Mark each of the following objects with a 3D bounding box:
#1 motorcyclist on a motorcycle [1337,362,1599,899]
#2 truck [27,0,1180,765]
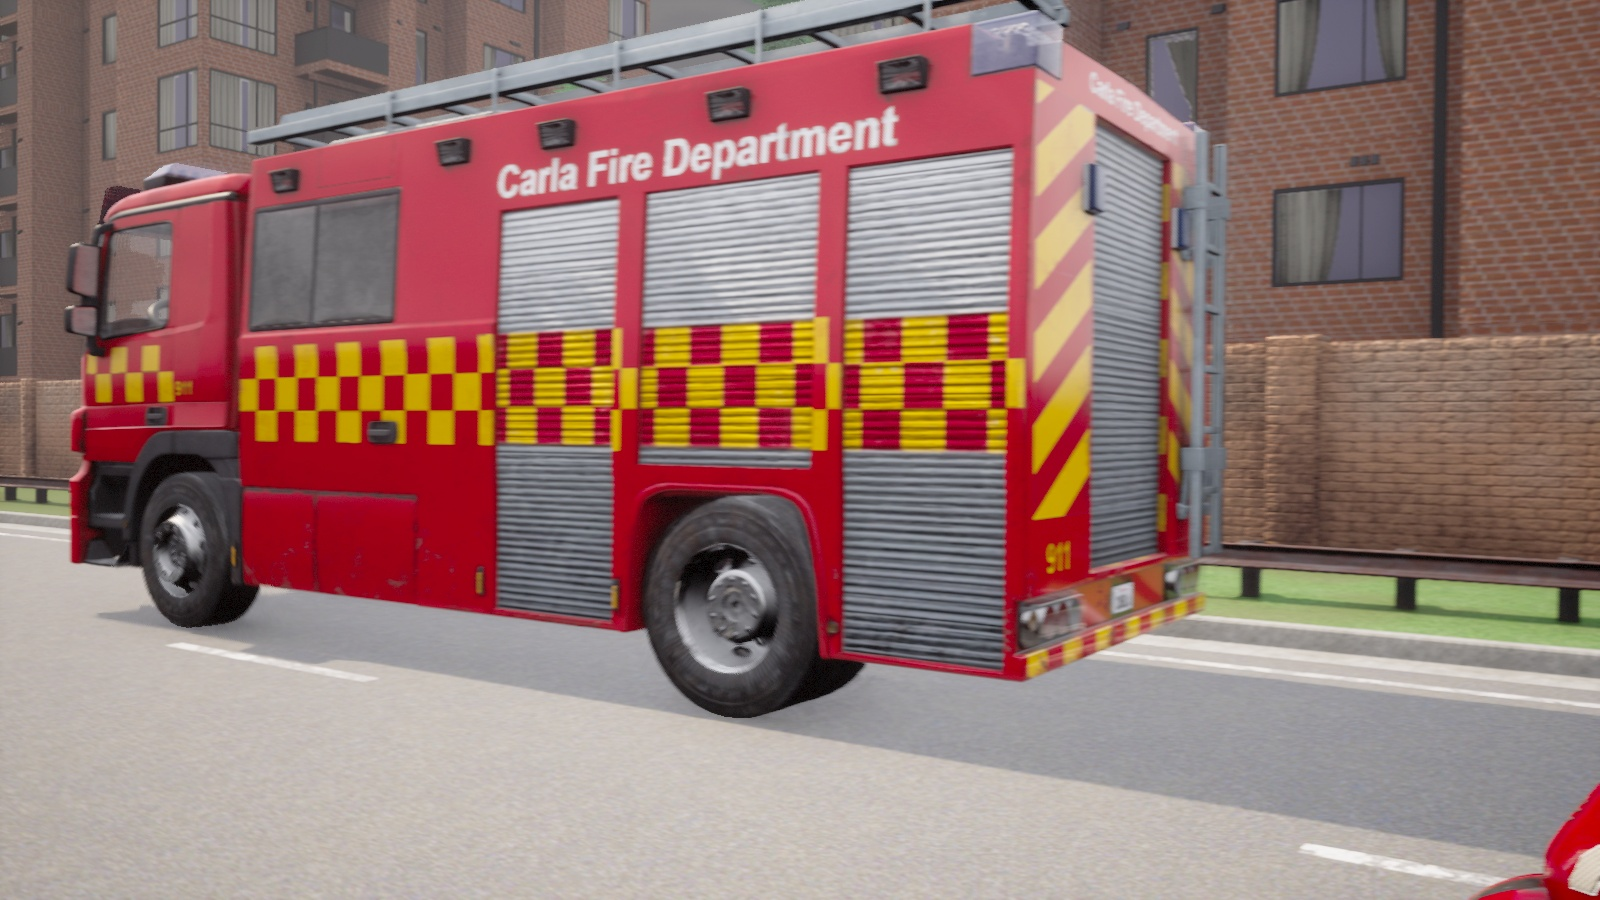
[{"bbox_3d":[2.032,0.635,2.272,1.817,1.590,0.866,0,1,34],"label":"motorcyclist on a motorcycle"},{"bbox_3d":[-1.933,-0.539,9.086,8.468,3.827,2.891,0,1,34],"label":"truck"}]
